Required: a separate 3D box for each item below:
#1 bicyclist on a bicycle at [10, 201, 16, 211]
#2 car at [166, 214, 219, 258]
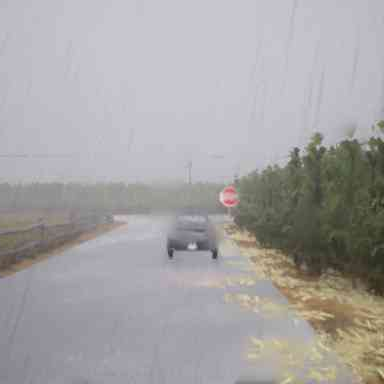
[{"bbox_3d":[-21.529,1.895,40.143,0.582,1.620,1.656,0,0,0],"label":"bicyclist on a bicycle"},{"bbox_3d":[0.031,1.642,13.487,2.128,1.511,4.902,0,0,0],"label":"car"}]
